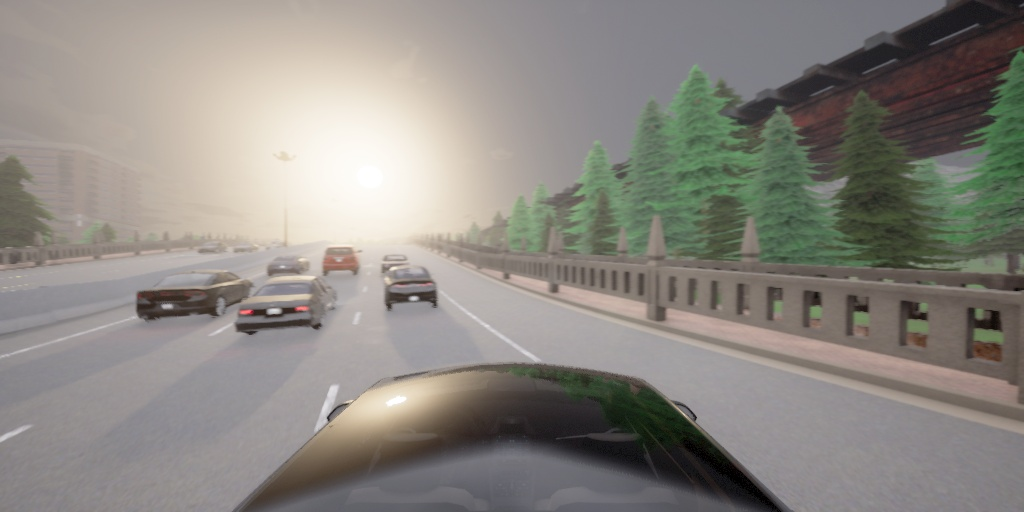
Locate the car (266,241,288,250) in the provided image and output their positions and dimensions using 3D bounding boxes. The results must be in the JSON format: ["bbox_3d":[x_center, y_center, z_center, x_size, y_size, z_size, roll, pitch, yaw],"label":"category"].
[{"bbox_3d":[-31.975,-1.243,48.865,2.128,1.511,4.902,-1,4,-20],"label":"car"}]

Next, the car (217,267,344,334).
[{"bbox_3d":[-6.670,1.328,11.113,2.033,1.411,5.357,-1,2,-20],"label":"car"}]

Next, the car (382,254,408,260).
[{"bbox_3d":[-8.620,0.508,26.427,1.895,1.301,4.718,-1,4,-20],"label":"car"}]

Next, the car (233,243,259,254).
[{"bbox_3d":[-35.222,-1.089,47.570,1.994,1.385,4.181,-1,4,-20],"label":"car"}]

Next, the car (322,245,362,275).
[{"bbox_3d":[-12.059,0.178,25.621,2.150,2.045,5.566,-1,5,-20],"label":"car"}]

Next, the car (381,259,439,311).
[{"bbox_3d":[-4.118,1.133,14.349,2.128,1.511,4.902,-1,3,-20],"label":"car"}]

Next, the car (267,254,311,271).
[{"bbox_3d":[-15.643,0.532,25.270,1.994,1.385,4.181,-1,4,-20],"label":"car"}]

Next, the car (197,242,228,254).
[{"bbox_3d":[-38.413,-1.056,46.115,1.837,1.490,4.892,-1,5,-20],"label":"car"}]

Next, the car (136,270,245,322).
[{"bbox_3d":[-11.048,1.227,12.941,1.882,1.535,5.008,-1,3,-20],"label":"car"}]
